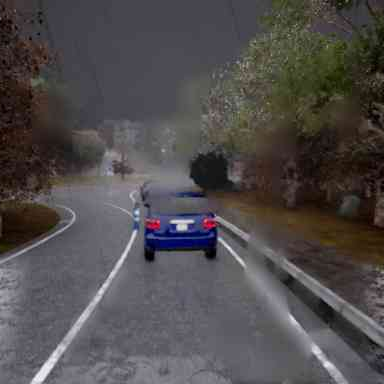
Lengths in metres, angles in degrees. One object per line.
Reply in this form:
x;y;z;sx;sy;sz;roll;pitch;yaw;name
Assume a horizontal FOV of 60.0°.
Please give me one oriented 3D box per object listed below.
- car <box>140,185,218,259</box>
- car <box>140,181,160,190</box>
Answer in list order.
-0.501;0.934;11.612;2.150;2.045;5.566;-1;2;-5;car
-3.874;-0.258;31.930;2.097;1.767;4.553;-1;5;-12;car
